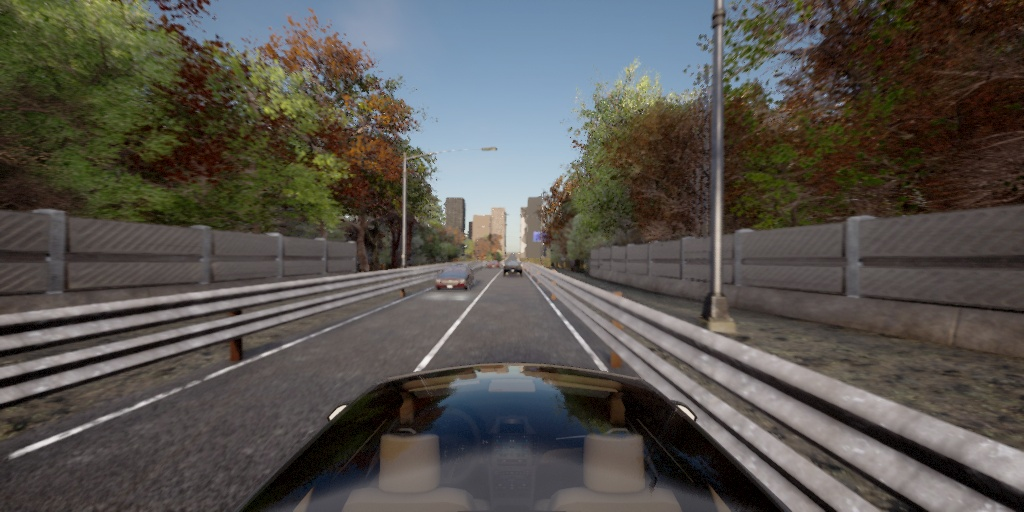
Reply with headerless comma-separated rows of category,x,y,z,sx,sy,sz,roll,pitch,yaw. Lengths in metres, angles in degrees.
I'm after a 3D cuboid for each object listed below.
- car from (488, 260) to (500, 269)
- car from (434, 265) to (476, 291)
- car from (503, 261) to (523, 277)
car,-3.138,1.514,63.247,1.882,1.535,5.008,1,-1,1
car,-3.301,1.243,21.804,2.033,1.411,5.357,1,0,0
car,0.075,1.243,35.893,1.882,1.535,5.008,1,0,0
